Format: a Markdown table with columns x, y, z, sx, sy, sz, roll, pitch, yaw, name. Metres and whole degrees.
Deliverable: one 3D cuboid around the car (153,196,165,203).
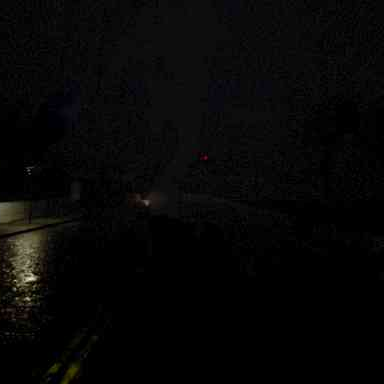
| x | y | z | sx | sy | sz | roll | pitch | yaw | name |
| --- | --- | --- | --- | --- | --- | --- | --- | --- | --- |
| -6.503 | 1.504 | 65.669 | 1.994 | 1.385 | 4.181 | 0 | 0 | 0 | car |
